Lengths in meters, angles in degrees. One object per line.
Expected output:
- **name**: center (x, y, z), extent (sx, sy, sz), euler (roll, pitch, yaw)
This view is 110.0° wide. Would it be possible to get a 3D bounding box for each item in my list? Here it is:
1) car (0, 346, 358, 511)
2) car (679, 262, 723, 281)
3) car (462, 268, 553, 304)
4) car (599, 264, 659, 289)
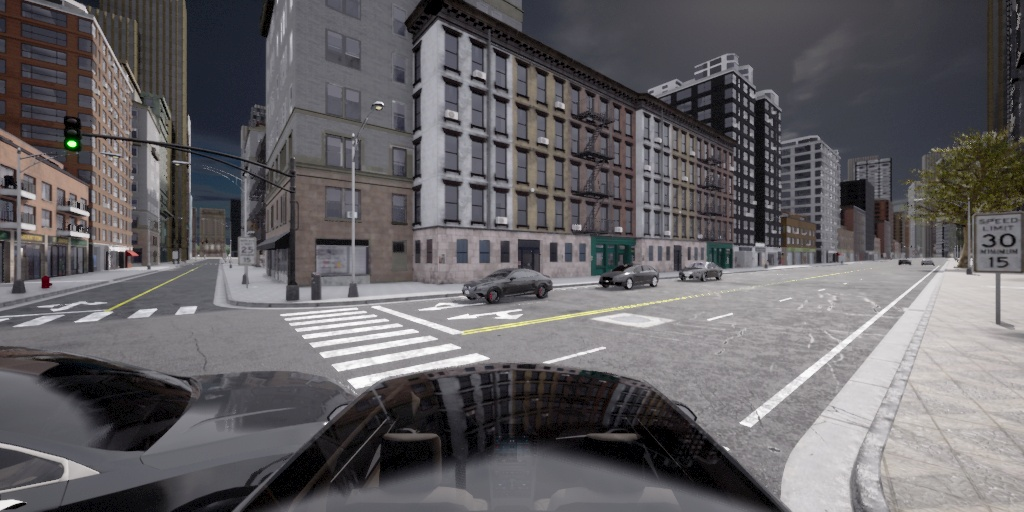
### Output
- **car**: center (-3.228, 1.257, 1.730), extent (4.892, 1.490, 1.837), euler (0, 0, -35)
- **car**: center (15.551, 1.232, 29.469), extent (4.902, 1.511, 2.128), euler (0, 0, -39)
- **car**: center (-0.102, 1.285, 16.714), extent (4.674, 1.442, 1.812), euler (0, 0, -39)
- **car**: center (7.566, 1.256, 22.968), extent (4.892, 1.490, 1.837), euler (0, 0, -39)
